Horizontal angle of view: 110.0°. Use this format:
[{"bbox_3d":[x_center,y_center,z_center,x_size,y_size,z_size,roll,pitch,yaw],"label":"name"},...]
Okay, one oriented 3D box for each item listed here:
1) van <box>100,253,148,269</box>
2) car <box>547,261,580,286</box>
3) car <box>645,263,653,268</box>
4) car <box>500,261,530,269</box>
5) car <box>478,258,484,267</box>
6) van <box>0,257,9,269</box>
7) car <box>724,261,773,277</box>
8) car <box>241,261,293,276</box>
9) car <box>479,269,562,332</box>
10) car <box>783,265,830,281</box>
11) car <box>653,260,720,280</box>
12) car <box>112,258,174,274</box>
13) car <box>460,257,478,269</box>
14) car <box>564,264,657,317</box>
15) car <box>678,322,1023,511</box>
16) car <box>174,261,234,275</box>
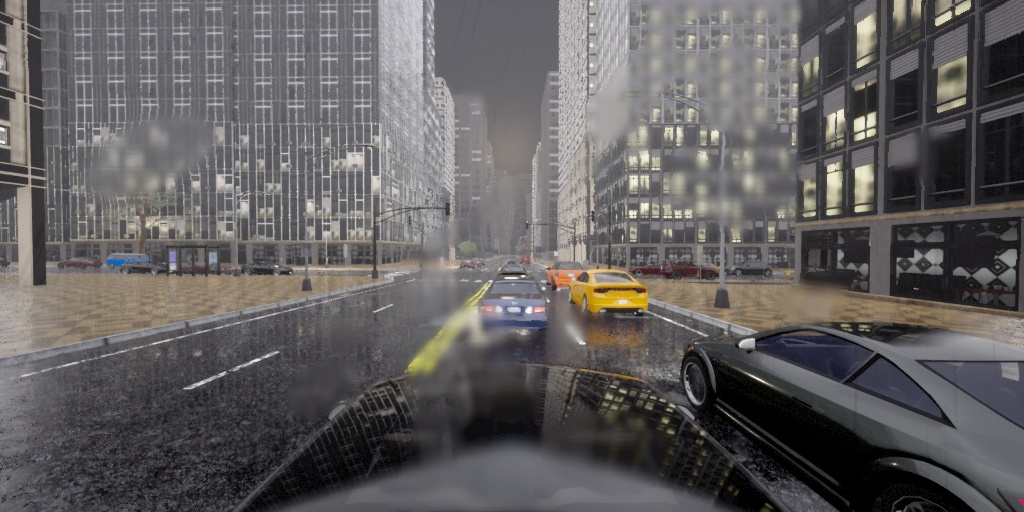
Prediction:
[{"bbox_3d":[-45.364,0.602,42.317,3.998,1.789,1.690,0,0,1],"label":"van"},{"bbox_3d":[3.311,1.091,22.238,2.097,1.767,4.553,0,0,0],"label":"car"},{"bbox_3d":[15.009,1.448,38.766,4.718,1.301,1.895,1,1,2],"label":"car"},{"bbox_3d":[0.065,1.231,20.579,2.128,1.511,4.902,0,0,0],"label":"car"},{"bbox_3d":[-6.680,1.051,64.352,2.097,1.767,4.553,0,0,0],"label":"car"},{"bbox_3d":[-51.201,0.685,34.043,3.998,1.789,1.690,0,0,1],"label":"van"},{"bbox_3d":[25.213,1.289,38.575,4.553,1.767,2.097,0,1,1],"label":"car"},{"bbox_3d":[-22.791,1.172,33.393,4.313,1.339,1.948,0,0,1],"label":"car"},{"bbox_3d":[0.084,1.293,10.827,2.033,1.411,5.357,0,0,1],"label":"car"},{"bbox_3d":[27.583,1.576,32.765,4.829,1.417,1.751,0,0,1],"label":"car"},{"bbox_3d":[16.135,1.267,32.940,5.009,1.841,2.192,0,0,1],"label":"car"},{"bbox_3d":[-34.157,1.067,33.678,4.313,1.339,1.948,0,0,1],"label":"car"},{"bbox_3d":[-6.692,1.275,54.351,1.994,1.385,4.181,0,0,0],"label":"car"},{"bbox_3d":[3.328,1.222,13.233,1.882,1.535,5.008,0,0,0],"label":"car"},{"bbox_3d":[3.337,1.313,3.400,1.994,1.385,4.181,0,0,1],"label":"car"},{"bbox_3d":[-28.476,1.136,33.515,4.207,1.307,1.802,0,0,1],"label":"car"}]
